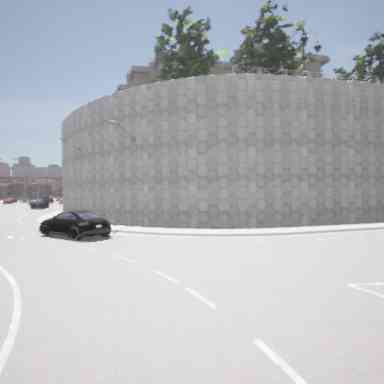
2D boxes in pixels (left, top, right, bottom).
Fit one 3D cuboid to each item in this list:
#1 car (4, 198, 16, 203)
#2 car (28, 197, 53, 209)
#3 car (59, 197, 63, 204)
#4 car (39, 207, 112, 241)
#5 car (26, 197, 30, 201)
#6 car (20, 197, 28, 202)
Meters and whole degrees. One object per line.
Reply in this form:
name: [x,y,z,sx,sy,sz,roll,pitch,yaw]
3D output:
car: [-44.044,2.147,80.790,1.882,1.535,5.008,-1,0,-12]
car: [-23.587,1.931,51.874,1.994,1.385,4.181,-1,0,-12]
car: [-28.595,1.802,75.261,2.097,1.767,4.553,-1,0,-12]
car: [-6.140,1.660,17.381,4.181,1.385,1.994,-1,0,37]
car: [-29.735,2.056,63.593,1.895,1.301,4.718,-1,0,-12]
car: [-40.626,1.972,81.533,2.097,1.767,4.553,-1,0,-12]
